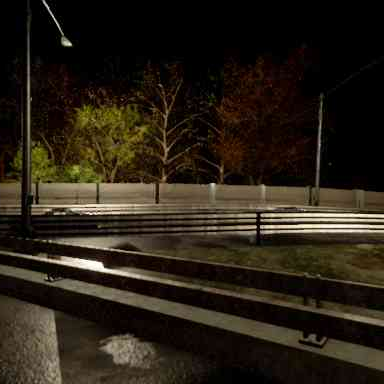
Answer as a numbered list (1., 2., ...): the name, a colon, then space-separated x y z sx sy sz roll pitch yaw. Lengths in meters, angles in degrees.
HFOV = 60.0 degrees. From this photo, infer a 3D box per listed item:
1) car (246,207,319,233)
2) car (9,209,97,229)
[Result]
1. car: 5.363 1.615 19.652 4.181 1.385 1.994 1 0 -12
2. car: -7.099 1.575 17.260 4.181 1.385 1.994 0 0 -9
